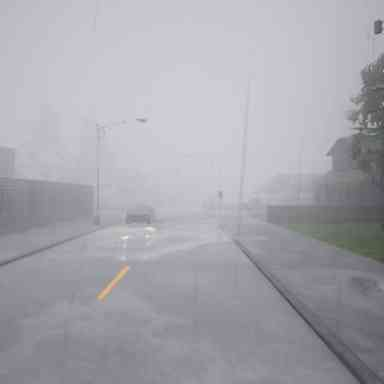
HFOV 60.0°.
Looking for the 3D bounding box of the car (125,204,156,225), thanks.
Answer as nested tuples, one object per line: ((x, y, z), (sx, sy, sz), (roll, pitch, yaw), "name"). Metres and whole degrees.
((-4.039, 1.763, 26.797), (1.882, 1.535, 5.008), (0, -1, 0), "car")
